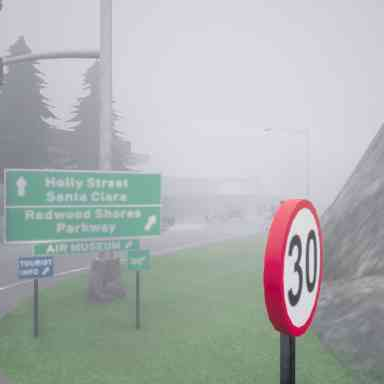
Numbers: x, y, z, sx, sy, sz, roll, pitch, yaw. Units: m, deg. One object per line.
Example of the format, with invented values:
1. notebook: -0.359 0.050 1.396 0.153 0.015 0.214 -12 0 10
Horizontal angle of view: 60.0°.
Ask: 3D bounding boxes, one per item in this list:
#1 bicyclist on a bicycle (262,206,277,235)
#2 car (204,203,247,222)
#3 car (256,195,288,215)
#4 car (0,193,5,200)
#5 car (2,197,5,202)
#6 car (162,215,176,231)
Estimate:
1. bicyclist on a bicycle: 4.672 1.643 18.706 1.656 1.620 0.582 0 0 36
2. car: 2.902 1.683 28.298 2.128 1.511 4.902 0 0 36
3. car: 9.026 1.413 36.639 2.150 2.045 5.566 0 0 36
4. car: -38.316 1.489 70.119 4.514 1.523 2.007 0 0 35
5. car: -12.266 1.505 26.086 1.905 1.878 3.866 0 0 35
6. car: -3.145 1.792 20.044 1.895 1.301 4.718 0 0 36
